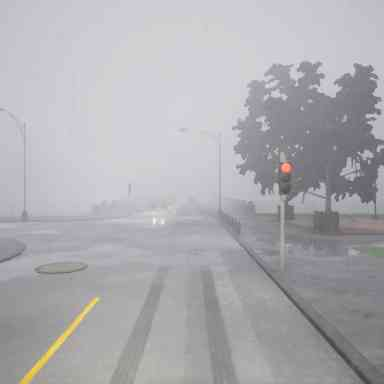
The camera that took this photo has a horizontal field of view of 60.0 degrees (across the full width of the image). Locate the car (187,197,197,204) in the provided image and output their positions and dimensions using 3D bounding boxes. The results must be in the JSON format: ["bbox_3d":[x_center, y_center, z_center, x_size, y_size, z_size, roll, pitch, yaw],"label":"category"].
[{"bbox_3d":[0.054,1.547,61.659,2.033,1.411,5.357,0,0,0],"label":"car"}]

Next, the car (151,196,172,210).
[{"bbox_3d":[-4.063,1.491,42.224,2.128,1.511,4.902,0,0,0],"label":"car"}]

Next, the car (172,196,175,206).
[{"bbox_3d":[-4.048,1.477,51.771,1.882,1.535,5.008,0,0,0],"label":"car"}]
